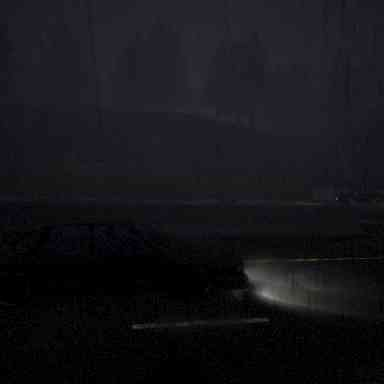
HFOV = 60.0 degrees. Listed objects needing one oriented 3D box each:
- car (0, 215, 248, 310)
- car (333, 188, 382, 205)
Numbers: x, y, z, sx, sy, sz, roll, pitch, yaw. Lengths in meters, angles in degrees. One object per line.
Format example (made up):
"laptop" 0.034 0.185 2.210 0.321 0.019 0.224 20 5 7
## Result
"car" -1.708 1.176 6.382 5.357 1.411 2.033 1 3 -10
"car" 16.222 0.398 32.655 4.902 1.511 2.128 1 3 -18
